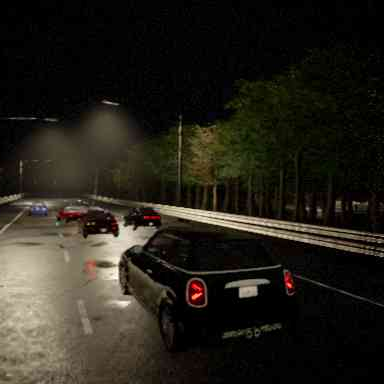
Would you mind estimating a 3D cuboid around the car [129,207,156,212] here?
[{"bbox_3d":[-3.626,1.849,23.645,1.837,1.490,4.892,1,-1,-24],"label":"car"}]

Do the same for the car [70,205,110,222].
[{"bbox_3d":[-9.510,1.946,30.905,1.994,1.385,4.181,3,-2,-40],"label":"car"}]

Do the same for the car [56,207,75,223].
[{"bbox_3d":[-10.199,1.918,28.457,1.895,1.301,4.718,-1,0,-32],"label":"car"}]

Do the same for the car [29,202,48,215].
[{"bbox_3d":[-17.195,1.826,37.230,2.033,1.411,5.357,2,0,-23],"label":"car"}]

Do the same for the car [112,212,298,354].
[{"bbox_3d":[-0.058,1.471,6.712,2.097,1.767,4.553,1,-1,-24],"label":"car"}]

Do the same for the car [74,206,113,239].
[{"bbox_3d":[-5.356,1.764,18.822,1.812,1.442,4.674,1,-1,-24],"label":"car"}]
